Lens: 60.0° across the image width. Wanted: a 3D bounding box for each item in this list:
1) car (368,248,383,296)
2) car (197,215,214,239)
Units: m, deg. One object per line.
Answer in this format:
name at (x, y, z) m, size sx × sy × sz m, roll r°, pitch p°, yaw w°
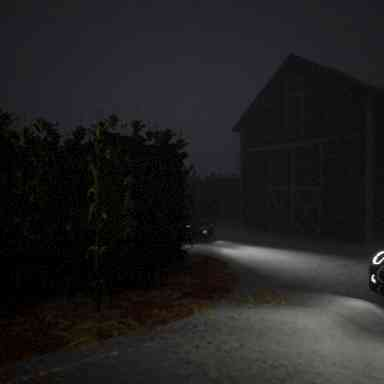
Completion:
car at (6.104, 1.468, 7.696) m, size 4.553 × 1.767 × 2.097 m, roll 1°, pitch 0°, yaw -34°
car at (-0.799, 1.604, 17.636) m, size 2.128 × 1.511 × 4.902 m, roll 1°, pitch 0°, yaw -35°
